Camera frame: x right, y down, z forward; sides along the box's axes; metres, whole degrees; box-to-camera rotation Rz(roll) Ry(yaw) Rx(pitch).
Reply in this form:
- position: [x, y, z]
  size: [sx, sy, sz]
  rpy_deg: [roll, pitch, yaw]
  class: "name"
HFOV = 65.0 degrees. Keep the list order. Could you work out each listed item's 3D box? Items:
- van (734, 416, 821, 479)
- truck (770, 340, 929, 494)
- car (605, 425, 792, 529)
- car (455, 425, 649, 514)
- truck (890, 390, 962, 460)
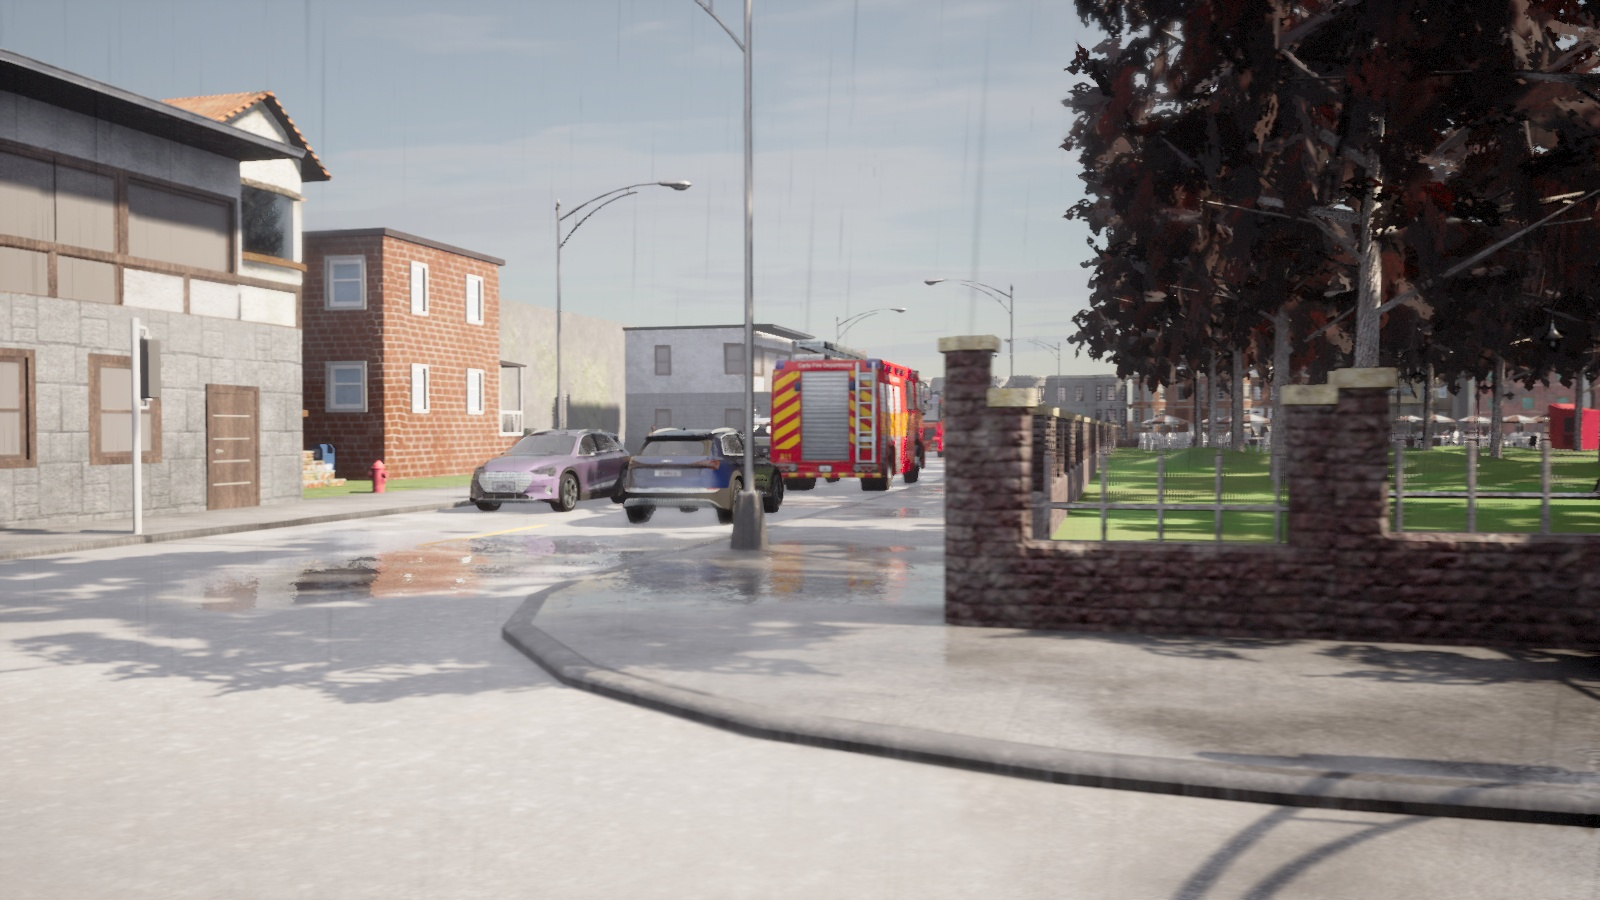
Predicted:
- position: [-0.702, -0.121, 42.601]
  size: [2.069, 2.038, 4.480]
  rpy_deg: [0, 1, 11]
  class: "van"
- position: [1.647, -0.889, 35.602]
  size: [2.891, 3.827, 8.468]
  rpy_deg: [0, 1, 14]
  class: "truck"
- position: [-1.675, 0.394, 22.713]
  size: [2.033, 1.649, 4.856]
  rpy_deg: [0, 1, 12]
  class: "car"
- position: [-4.999, 0.326, 26.102]
  size: [2.033, 1.649, 4.856]
  rpy_deg: [0, 1, 15]
  class: "car"
- position: [7.486, -1.460, 73.628]
  size: [2.891, 3.827, 8.468]
  rpy_deg: [0, 1, 15]
  class: "truck"
